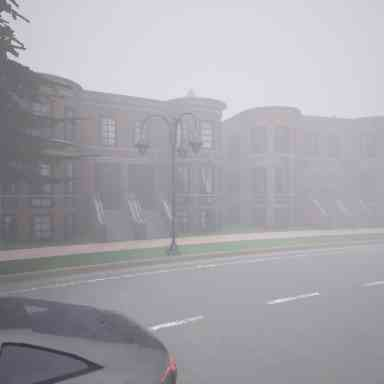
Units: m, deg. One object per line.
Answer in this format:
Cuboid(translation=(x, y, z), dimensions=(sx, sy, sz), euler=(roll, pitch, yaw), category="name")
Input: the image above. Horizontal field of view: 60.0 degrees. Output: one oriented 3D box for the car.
Cuboid(translation=(-2.117, 1.564, 2.254), dimensions=(4.181, 1.385, 1.994), euler=(0, 0, -34), category="car")
